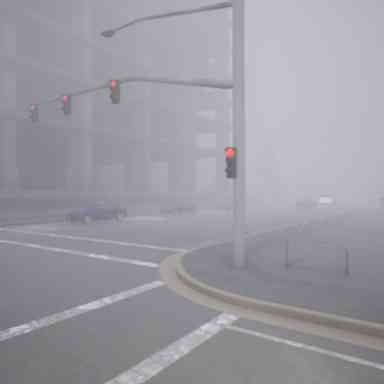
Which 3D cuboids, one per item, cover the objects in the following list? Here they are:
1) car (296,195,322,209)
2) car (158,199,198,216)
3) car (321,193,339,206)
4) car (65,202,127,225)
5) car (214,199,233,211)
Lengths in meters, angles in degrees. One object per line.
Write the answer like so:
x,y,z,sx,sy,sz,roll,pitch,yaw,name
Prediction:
15.360,1.501,44.504,2.128,1.511,4.902,0,0,35,car
-1.318,1.520,33.398,1.882,1.535,5.008,0,0,35,car
22.569,1.232,54.690,2.150,2.045,5.566,0,0,35,car
-7.142,1.519,25.181,1.882,1.535,5.008,0,0,35,car
4.828,1.590,42.069,2.033,1.411,5.357,0,0,36,car
